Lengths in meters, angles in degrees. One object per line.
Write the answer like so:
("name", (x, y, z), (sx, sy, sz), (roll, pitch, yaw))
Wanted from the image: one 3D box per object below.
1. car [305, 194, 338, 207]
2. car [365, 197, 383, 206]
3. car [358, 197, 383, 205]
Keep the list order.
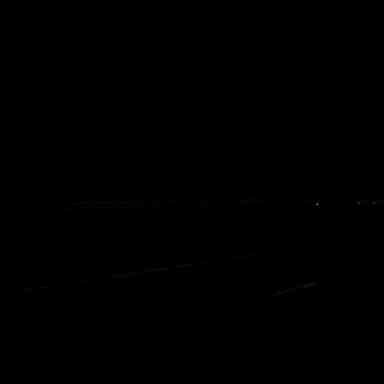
("car", (18.496, 1.257, 47.237), (5.566, 2.045, 2.150), (0, 0, -35))
("car", (31.975, 1.595, 56.761), (5.357, 1.411, 2.033), (0, 0, -35))
("car", (22.729, 1.384, 41.663), (4.553, 1.767, 2.097), (0, 0, -35))
